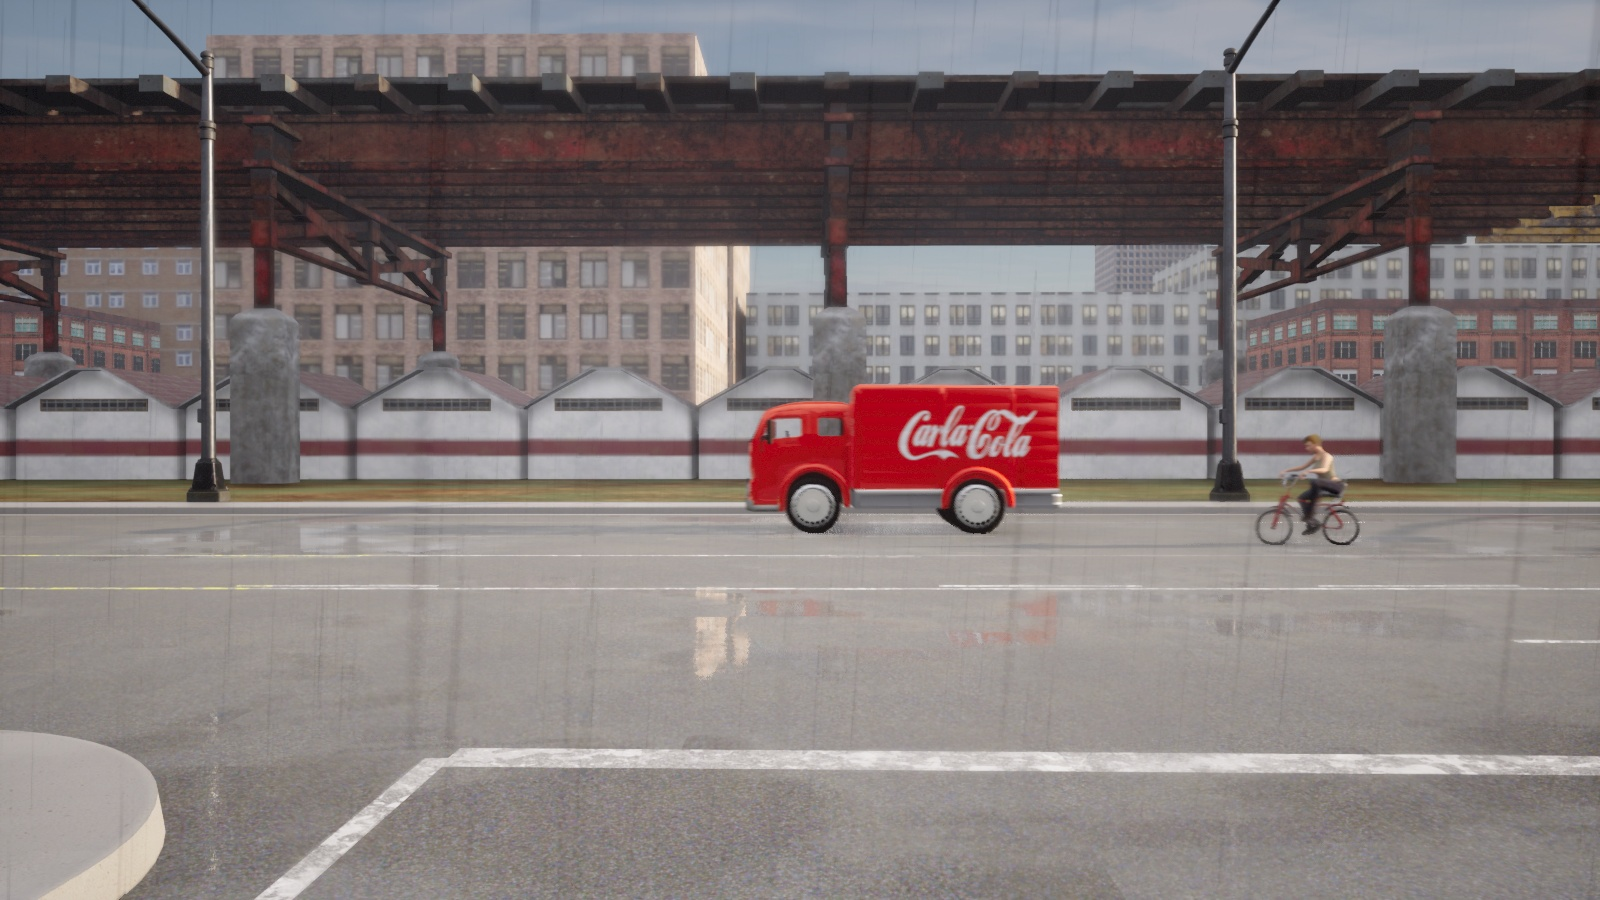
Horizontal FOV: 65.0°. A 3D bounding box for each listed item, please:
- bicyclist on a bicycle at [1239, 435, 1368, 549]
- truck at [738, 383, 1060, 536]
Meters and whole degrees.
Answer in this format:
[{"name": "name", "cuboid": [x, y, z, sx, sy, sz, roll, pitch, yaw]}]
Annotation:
[{"name": "bicyclist on a bicycle", "cuboid": [7.226, 0.587, 18.067, 1.509, 1.612, 0.866, 0, 0, 1]}, {"name": "truck", "cuboid": [1.609, 0.139, 21.623, 5.204, 2.467, 2.627, 0, 0, 1]}]
